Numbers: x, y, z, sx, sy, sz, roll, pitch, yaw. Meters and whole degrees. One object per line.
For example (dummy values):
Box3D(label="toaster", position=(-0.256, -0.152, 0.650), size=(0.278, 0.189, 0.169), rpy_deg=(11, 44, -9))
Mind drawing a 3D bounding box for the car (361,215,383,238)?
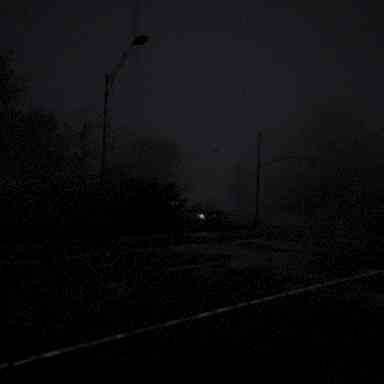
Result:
Box3D(label="car", position=(12.592, 2.074, 19.591), size=(2.128, 1.511, 4.902), rpy_deg=(3, -2, -31))

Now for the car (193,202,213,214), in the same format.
Box3D(label="car", position=(1.491, 2.054, 43.605), size=(1.812, 1.442, 4.674), rpy_deg=(3, 0, -18))
